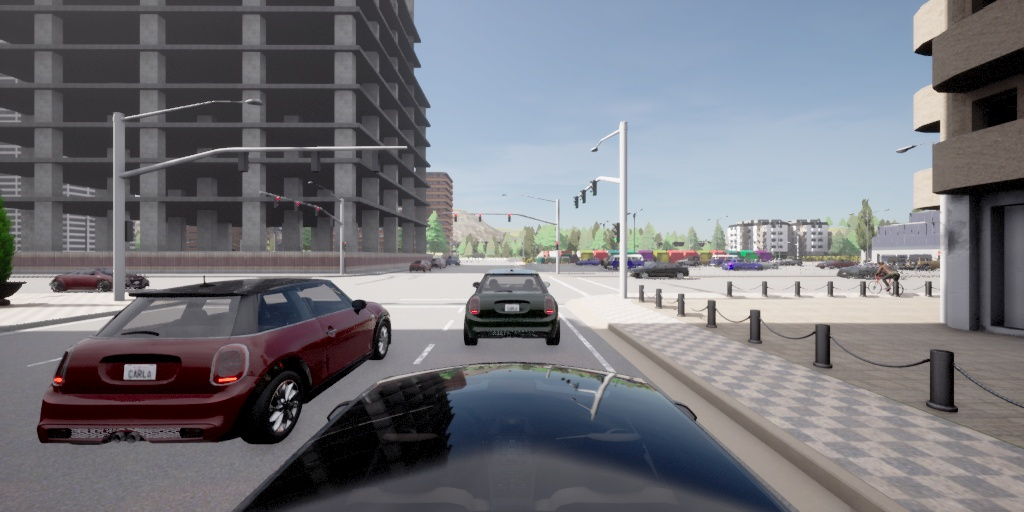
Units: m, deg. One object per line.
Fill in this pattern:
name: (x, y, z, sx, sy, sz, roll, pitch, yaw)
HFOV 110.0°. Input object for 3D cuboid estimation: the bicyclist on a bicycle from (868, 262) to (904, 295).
bicyclist on a bicycle: (18.070, 1.106, 17.374, 0.582, 1.620, 1.656, 0, 0, 0)

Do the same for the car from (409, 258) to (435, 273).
car: (-11.366, 1.228, 44.752, 1.882, 1.535, 5.008, 0, 0, 0)

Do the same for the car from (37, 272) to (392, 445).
car: (-3.483, 1.102, 5.471, 2.097, 1.767, 4.553, 0, 0, 0)

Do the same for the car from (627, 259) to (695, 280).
car: (13.036, 1.283, 31.820, 5.008, 1.535, 1.882, 0, 0, 0)

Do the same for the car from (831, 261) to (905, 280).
car: (31.595, 1.369, 31.947, 4.181, 1.385, 1.994, 0, 0, 0)

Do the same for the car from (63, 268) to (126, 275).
car: (-23.833, 1.369, 20.850, 4.181, 1.385, 1.994, 0, 0, 0)

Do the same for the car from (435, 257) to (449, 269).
car: (-11.467, 1.104, 54.511, 2.097, 1.767, 4.553, 0, 0, -1)

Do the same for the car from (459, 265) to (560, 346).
car: (-0.020, 1.102, 9.605, 2.097, 1.767, 4.553, 0, 0, -1)
